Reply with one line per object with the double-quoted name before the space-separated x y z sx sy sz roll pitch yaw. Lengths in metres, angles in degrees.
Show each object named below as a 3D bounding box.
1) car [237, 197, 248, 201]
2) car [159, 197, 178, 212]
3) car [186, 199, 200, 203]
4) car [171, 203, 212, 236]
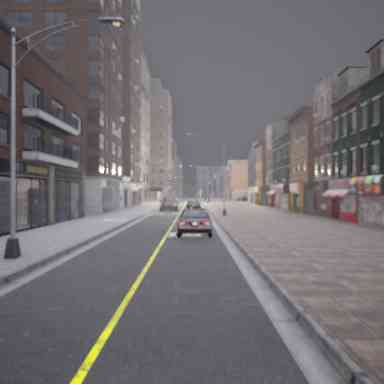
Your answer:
"car" 13.374 1.833 84.068 4.313 1.339 1.947 0 -1 0
"car" -2.691 1.413 39.560 2.097 1.767 4.553 0 0 0
"car" 0.182 1.637 44.803 1.994 1.385 4.181 0 0 0
"car" 0.136 1.578 18.420 2.033 1.411 5.357 0 0 0
